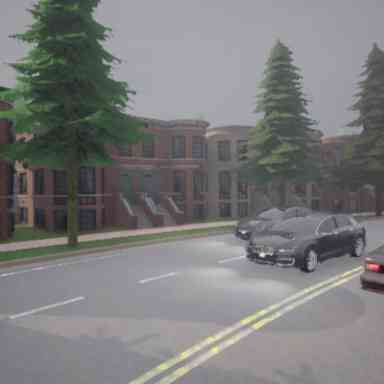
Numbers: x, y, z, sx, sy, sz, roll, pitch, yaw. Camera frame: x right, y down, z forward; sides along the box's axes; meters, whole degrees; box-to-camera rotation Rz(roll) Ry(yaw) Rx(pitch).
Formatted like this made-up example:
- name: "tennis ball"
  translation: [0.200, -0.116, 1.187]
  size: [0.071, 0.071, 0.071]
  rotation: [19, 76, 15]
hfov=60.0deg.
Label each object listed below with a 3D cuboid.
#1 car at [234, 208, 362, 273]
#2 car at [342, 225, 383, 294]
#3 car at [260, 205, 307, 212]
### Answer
- name: "car"
  translation: [3.735, 1.418, 10.497]
  size: [4.892, 1.490, 1.837]
  rotation: [-1, 0, -40]
- name: "car"
  translation: [5.691, 1.441, 7.499]
  size: [5.357, 1.411, 2.033]
  rotation: [-1, 0, -41]
- name: "car"
  translation: [4.074, 1.399, 15.194]
  size: [4.892, 1.490, 1.837]
  rotation: [-1, 0, -36]
